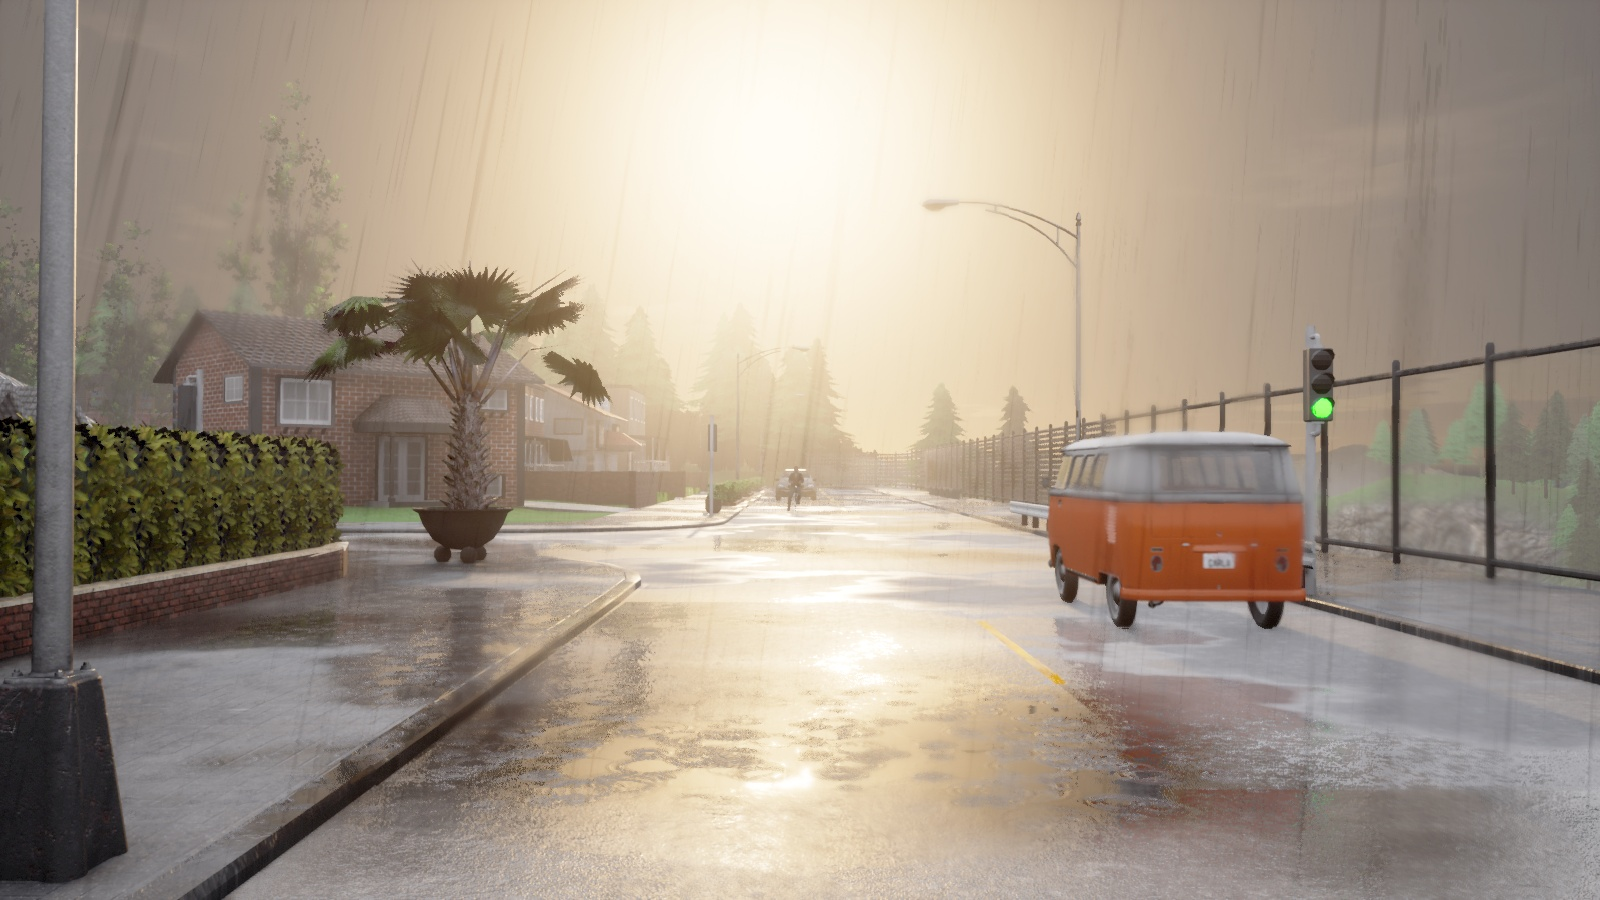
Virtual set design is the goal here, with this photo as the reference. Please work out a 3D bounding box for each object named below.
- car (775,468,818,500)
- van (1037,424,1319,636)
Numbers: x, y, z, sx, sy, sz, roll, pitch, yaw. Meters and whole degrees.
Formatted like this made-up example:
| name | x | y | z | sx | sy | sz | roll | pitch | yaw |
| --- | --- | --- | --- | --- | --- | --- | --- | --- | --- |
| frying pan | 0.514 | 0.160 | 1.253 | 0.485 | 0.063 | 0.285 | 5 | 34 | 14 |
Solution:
| name | x | y | z | sx | sy | sz | roll | pitch | yaw |
| --- | --- | --- | --- | --- | --- | --- | --- | --- | --- |
| car | -0.200 | 1.794 | 67.732 | 2.242 | 1.667 | 4.611 | 0 | -1 | 0 |
| van | 3.962 | 0.786 | 14.001 | 1.775 | 1.987 | 4.442 | 0 | -1 | 0 |
